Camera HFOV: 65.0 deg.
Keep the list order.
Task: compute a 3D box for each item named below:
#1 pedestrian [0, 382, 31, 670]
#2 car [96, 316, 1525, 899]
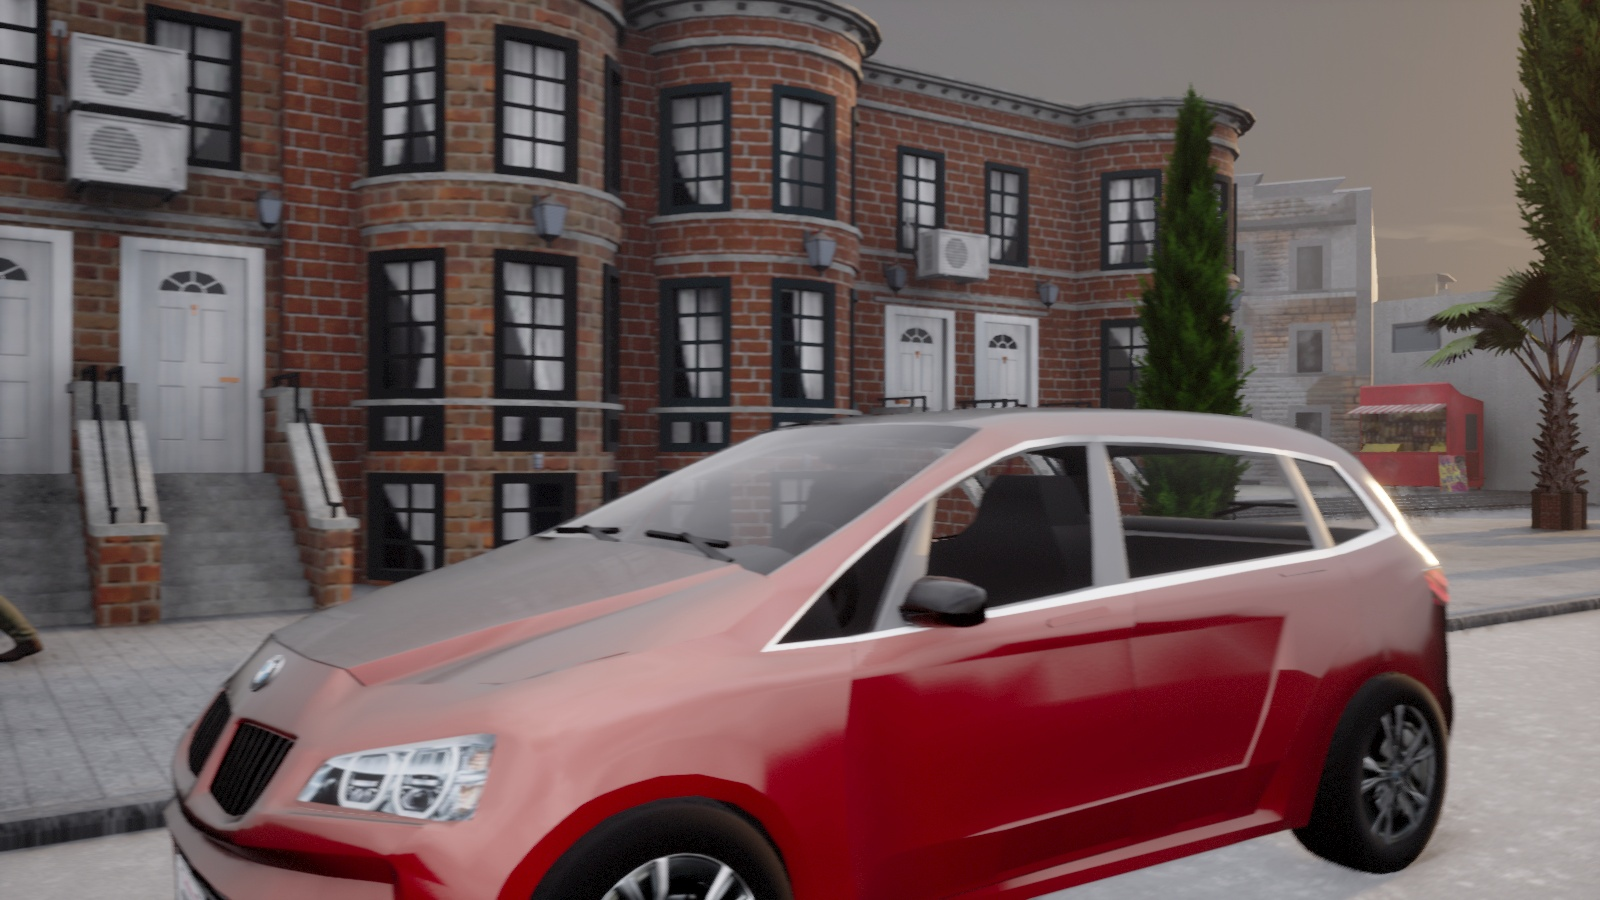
[{"bbox_3d":[-5.401,0.487,8.079,0.726,1.835,0.370,0,0,-24],"label":"pedestrian"},{"bbox_3d":[0.262,0.599,4.450,4.611,1.667,2.242,0,0,-35],"label":"car"}]
